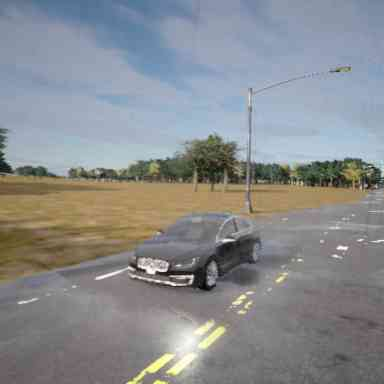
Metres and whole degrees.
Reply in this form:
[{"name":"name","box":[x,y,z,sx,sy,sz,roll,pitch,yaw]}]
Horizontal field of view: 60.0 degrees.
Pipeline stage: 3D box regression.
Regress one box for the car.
[{"name":"car","box":[0.388,1.324,8.772,1.837,1.490,4.892,2,1,30]}]
